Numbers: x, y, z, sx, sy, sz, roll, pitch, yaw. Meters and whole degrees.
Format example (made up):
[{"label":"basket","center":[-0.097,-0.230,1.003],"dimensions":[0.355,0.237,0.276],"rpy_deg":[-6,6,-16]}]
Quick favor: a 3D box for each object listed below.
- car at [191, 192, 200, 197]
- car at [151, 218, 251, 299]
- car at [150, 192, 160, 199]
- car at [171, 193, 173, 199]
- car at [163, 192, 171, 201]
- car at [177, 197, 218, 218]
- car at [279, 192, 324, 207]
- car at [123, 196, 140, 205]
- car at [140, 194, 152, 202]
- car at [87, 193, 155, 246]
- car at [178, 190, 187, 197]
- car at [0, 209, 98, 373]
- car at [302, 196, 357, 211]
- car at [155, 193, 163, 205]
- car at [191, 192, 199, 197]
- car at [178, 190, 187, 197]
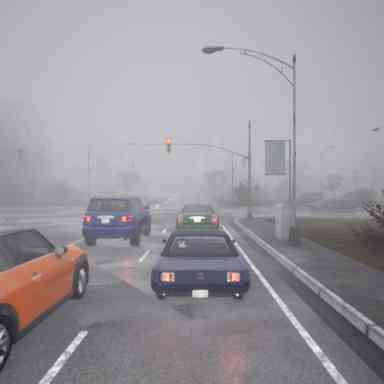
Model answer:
[{"label":"car","center":[1.055,0.997,84.170],"dimensions":[2.128,1.511,4.902],"rpy_deg":[0,1,0]},{"label":"car","center":[0.175,1.587,8.367],"dimensions":[1.895,1.301,4.718],"rpy_deg":[0,0,0]},{"label":"car","center":[-9.454,0.890,86.108],"dimensions":[2.033,1.411,5.357],"rpy_deg":[0,1,0]},{"label":"car","center":[-5.954,0.878,86.055],"dimensions":[2.128,1.511,4.902],"rpy_deg":[0,1,0]},{"label":"car","center":[-6.115,1.170,70.643],"dimensions":[1.882,1.535,5.008],"rpy_deg":[0,1,1]},{"label":"car","center":[0.278,1.307,17.357],"dimensions":[2.097,1.767,4.553],"rpy_deg":[0,0,1]},{"label":"car","center":[13.696,1.075,41.221],"dimensions":[5.566,2.045,2.150],"rpy_deg":[0,0,-2]},{"label":"car","center":[-9.910,1.400,54.851],"dimensions":[1.895,1.301,4.718],"rpy_deg":[0,0,1]},{"label":"car","center":[-9.620,1.176,70.218],"dimensions":[1.882,1.535,5.008],"rpy_deg":[0,1,1]},{"label":"car","center":[-3.250,1.185,15.285],"dimensions":[2.150,2.045,5.566],"rpy_deg":[0,0,1]},{"label":"car","center":[-2.447,0.988,84.281],"dimensions":[2.128,1.511,4.902],"rpy_deg":[0,1,0]},{"label":"car","center":[-3.342,1.345,5.586],"dimensions":[2.097,1.767,4.553],"rpy_deg":[0,0,0]},{"label":"car","center":[15.777,1.417,37.810],"dimensions":[5.357,1.411,2.033],"rpy_deg":[0,0,-2]},{"label":"car","center":[-6.400,1.322,55.489],"dimensions":[1.812,1.442,4.674],"rpy_deg":[0,0,1]},{"label":"car","center":[0.802,0.780,94.594],"dimensions":[1.994,1.385,4.181],"rpy_deg":[0,1,-4]},{"label":"car","center":[-2.696,0.364,94.419],"dimensions":[2.150,2.045,5.566],"rpy_deg":[0,1,-7]}]
